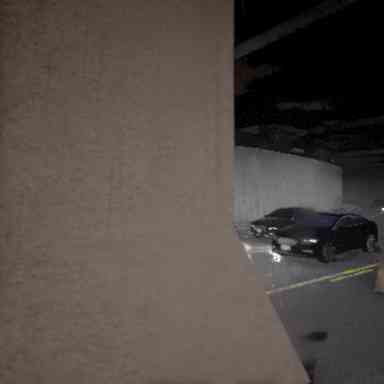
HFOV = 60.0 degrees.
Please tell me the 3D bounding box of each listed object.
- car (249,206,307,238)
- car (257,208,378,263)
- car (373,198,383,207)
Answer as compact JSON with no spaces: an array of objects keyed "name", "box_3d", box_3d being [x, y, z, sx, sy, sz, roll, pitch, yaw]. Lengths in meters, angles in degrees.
[{"name":"car","box_3d":[4.869,1.505,16.412,4.892,1.490,1.837,0,0,-40]},{"name":"car","box_3d":[4.902,1.492,12.010,4.902,1.511,2.128,0,0,-38]},{"name":"car","box_3d":[29.534,1.566,51.312,1.994,1.385,4.181,0,0,13]}]
